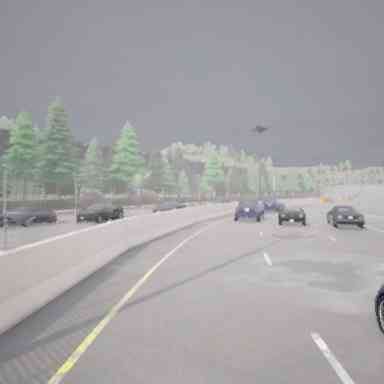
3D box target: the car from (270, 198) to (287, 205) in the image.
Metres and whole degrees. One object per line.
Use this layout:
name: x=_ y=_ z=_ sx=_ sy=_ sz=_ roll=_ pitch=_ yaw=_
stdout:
car: x=17.664 y=1.839 z=67.773 sx=1.895 sy=1.301 sz=4.718 roll=0 pitch=0 yaw=32

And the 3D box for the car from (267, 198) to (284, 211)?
car: x=9.968 y=1.532 z=40.747 sx=2.097 sy=1.767 sz=4.553 roll=0 pitch=0 yaw=26

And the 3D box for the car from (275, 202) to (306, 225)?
car: x=7.609 y=1.718 z=25.343 sx=1.895 sy=1.301 sz=4.718 roll=0 pitch=0 yaw=17

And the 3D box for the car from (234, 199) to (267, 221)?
car: x=4.968 y=1.472 z=28.397 sx=2.097 sy=1.767 sz=4.553 roll=0 pitch=0 yaw=17

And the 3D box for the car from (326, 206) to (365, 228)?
car: x=10.581 y=1.665 z=23.166 sx=2.033 sy=1.411 sz=5.357 roll=0 pitch=0 yaw=16

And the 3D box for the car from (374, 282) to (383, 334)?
car: x=3.819 y=1.551 z=3.518 sx=1.812 sy=1.442 sz=4.674 roll=0 pitch=0 yaw=3

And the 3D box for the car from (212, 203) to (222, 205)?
car: x=5.359 y=1.735 z=61.331 sx=2.128 sy=1.511 sz=4.902 roll=0 pitch=0 yaw=33

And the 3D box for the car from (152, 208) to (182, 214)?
car: x=-1.989 y=1.584 z=30.325 sx=1.882 sy=1.535 sz=5.008 roll=0 pitch=0 yaw=19
